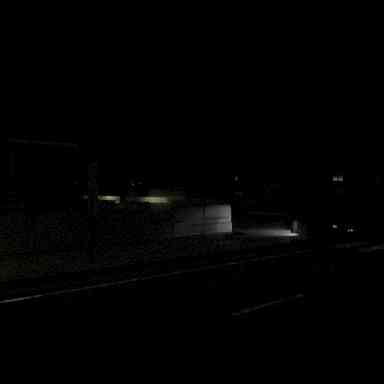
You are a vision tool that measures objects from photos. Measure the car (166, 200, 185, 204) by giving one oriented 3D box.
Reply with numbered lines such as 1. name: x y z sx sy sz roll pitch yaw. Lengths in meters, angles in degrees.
1. car: -2.271 1.655 39.521 1.895 1.301 4.718 0 0 -35

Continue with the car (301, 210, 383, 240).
1. car: 8.059 1.553 15.866 5.357 1.411 2.033 0 0 22
